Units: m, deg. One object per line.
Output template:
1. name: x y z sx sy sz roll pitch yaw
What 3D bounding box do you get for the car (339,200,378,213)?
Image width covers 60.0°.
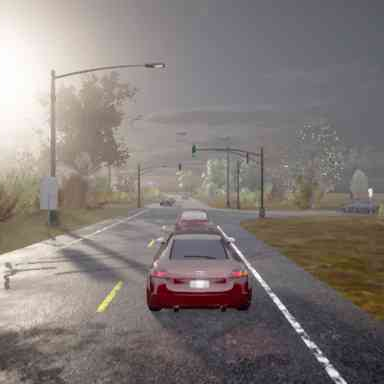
1. car: 18.684 1.570 36.966 4.181 1.385 1.994 0 0 1

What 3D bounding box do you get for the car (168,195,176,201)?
1. car: -4.957 1.470 83.139 1.882 1.535 5.008 0 0 -2

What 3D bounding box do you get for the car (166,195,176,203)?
1. car: -4.597 1.470 72.692 1.882 1.535 5.008 0 0 -2

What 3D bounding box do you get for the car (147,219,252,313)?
1. car: 0.100 1.563 7.761 1.994 1.385 4.181 0 0 -1

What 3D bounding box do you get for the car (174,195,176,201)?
1. car: -4.357 1.556 62.318 1.994 1.385 4.181 0 0 -1

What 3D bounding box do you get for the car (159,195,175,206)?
1. car: -4.150 1.594 53.129 1.895 1.301 4.718 0 0 -1

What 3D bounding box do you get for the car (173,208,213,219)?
1. car: 0.064 1.523 16.523 1.812 1.442 4.674 0 0 -2
